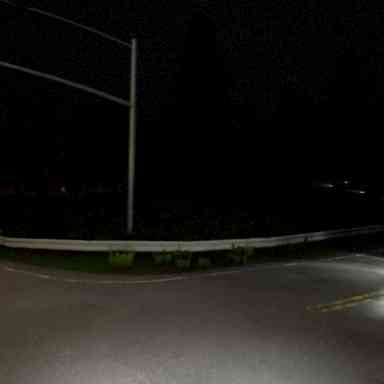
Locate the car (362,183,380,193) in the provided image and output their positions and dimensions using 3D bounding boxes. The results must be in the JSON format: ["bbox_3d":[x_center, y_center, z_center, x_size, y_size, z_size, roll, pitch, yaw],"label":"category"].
[{"bbox_3d":[21.464,-0.322,37.468,2.033,1.411,5.357,2,5,-5],"label":"car"}]

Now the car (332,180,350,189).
[{"bbox_3d":[21.499,-1.290,48.082,2.128,1.511,4.902,2,5,17],"label":"car"}]

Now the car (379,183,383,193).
[{"bbox_3d":[19.032,0.207,29.125,1.882,1.535,5.008,1,5,-3],"label":"car"}]
